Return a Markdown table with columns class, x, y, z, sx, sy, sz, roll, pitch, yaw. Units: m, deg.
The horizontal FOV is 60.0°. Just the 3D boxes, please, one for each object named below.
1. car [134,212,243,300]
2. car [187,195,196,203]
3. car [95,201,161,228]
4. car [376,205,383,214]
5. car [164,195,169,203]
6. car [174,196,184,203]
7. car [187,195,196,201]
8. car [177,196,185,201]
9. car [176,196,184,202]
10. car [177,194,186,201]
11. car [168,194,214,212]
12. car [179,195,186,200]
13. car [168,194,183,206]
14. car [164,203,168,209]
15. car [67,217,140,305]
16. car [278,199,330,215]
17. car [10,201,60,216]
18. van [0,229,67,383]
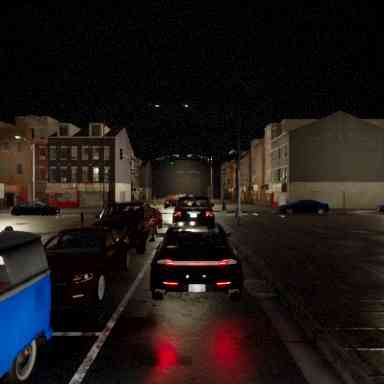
| class | x | y | z | sx | sy | sz | roll | pitch | yaw |
| --- | --- | --- | --- | --- | --- | --- | --- | --- | --- |
| car | 0.090 | 1.491 | 8.331 | 2.128 | 1.511 | 4.902 | 0 | 0 | 0 |
| car | -0.065 | 1.532 | 72.453 | 1.882 | 1.535 | 5.008 | 0 | 0 | 0 |
| car | -2.658 | 1.315 | 13.570 | 2.192 | 1.841 | 5.009 | 0 | 0 | 0 |
| car | 21.207 | 1.554 | 33.781 | 4.674 | 1.442 | 1.812 | 0 | 0 | 0 |
| car | -2.691 | 1.333 | 45.413 | 2.192 | 1.841 | 5.009 | 0 | 0 | 0 |
| car | -2.717 | 1.605 | 72.547 | 2.008 | 1.369 | 4.403 | 0 | 0 | 0 |
| car | -0.087 | 1.605 | 86.236 | 2.128 | 1.511 | 4.902 | 0 | 0 | 0 |
| car | -2.727 | 1.640 | 83.401 | 1.947 | 1.339 | 4.313 | 0 | 0 | 0 |
| car | -2.722 | 1.589 | 77.805 | 1.752 | 1.417 | 4.829 | 0 | 0 | 0 |
| car | -2.735 | 1.400 | 88.829 | 2.192 | 1.841 | 5.009 | 0 | 0 | 0 |
| car | 0.081 | 1.223 | 18.524 | 2.150 | 2.045 | 5.566 | 0 | 0 | 0 |
| car | -2.740 | 1.537 | 94.256 | 1.967 | 1.590 | 4.097 | 0 | 0 | 0 |
| car | -2.702 | 1.345 | 56.267 | 2.192 | 1.841 | 5.009 | 0 | 0 | 0 |
| car | -2.662 | 1.546 | 19.003 | 1.887 | 1.381 | 4.507 | 0 | 0 | 0 |
| car | -2.651 | 1.544 | 8.136 | 1.887 | 1.381 | 4.507 | 0 | 0 | 0 |
| car | 11.313 | 1.492 | 33.793 | 5.008 | 1.535 | 1.882 | 0 | 0 | 0 |
| car | -14.484 | 1.571 | 30.859 | 4.181 | 1.385 | 1.994 | 0 | 0 | 0 |
| van | -2.646 | 1.341 | 2.702 | 1.690 | 1.788 | 3.998 | 0 | 0 | 0 |
